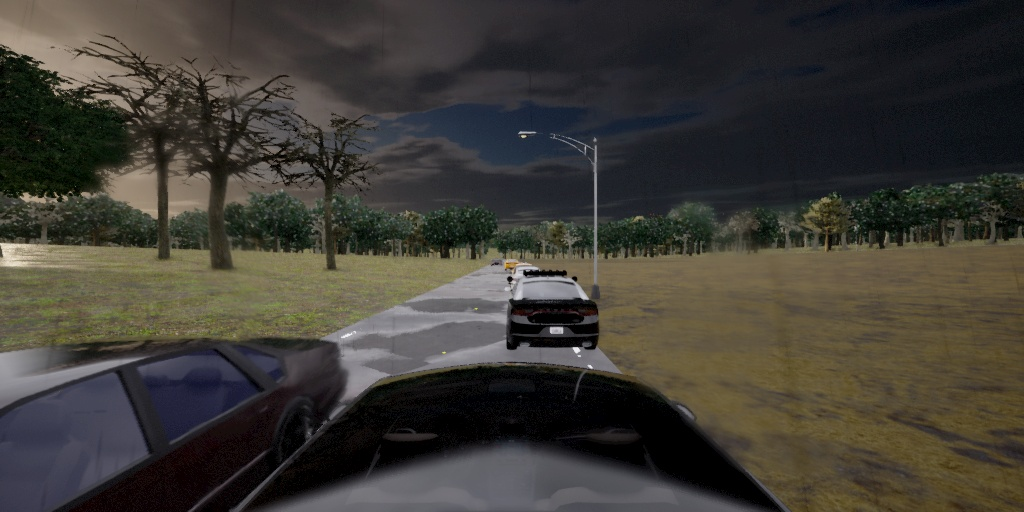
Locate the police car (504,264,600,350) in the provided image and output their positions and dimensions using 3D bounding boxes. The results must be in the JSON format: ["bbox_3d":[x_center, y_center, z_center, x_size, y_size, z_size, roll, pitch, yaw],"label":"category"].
[{"bbox_3d":[0.823,1.171,9.213,1.930,1.638,5.238,0,0,0],"label":"police car"}]

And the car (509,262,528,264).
[{"bbox_3d":[0.822,1.260,19.103,1.812,1.442,4.674,0,0,0],"label":"car"}]

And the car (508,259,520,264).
[{"bbox_3d":[0.820,1.180,25.293,1.801,1.575,5.366,0,0,0],"label":"car"}]

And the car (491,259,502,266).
[{"bbox_3d":[-2.763,1.160,64.747,1.994,1.385,4.181,0,0,0],"label":"car"}]

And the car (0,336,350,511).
[{"bbox_3d":[-2.851,1.297,1.956,2.033,1.411,5.357,0,0,0],"label":"car"}]

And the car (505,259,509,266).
[{"bbox_3d":[0.028,1.142,48.502,1.882,1.535,5.008,0,0,0],"label":"car"}]
